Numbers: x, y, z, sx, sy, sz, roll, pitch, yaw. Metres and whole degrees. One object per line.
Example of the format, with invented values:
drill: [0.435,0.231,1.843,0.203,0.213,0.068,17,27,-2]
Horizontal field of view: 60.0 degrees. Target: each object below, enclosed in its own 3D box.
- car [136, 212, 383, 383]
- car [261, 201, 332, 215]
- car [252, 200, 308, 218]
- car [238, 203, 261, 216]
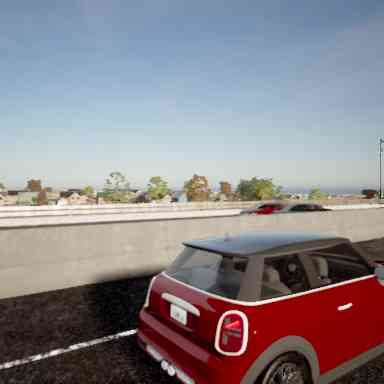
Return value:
car: [1.585,1.351,4.858,4.553,1.767,2.097,0,0,-35]
car: [7.146,1.480,21.837,5.008,1.535,1.882,0,0,-35]
car: [8.330,1.555,31.155,5.357,1.411,2.033,0,0,-34]
car: [5.572,1.528,25.005,4.674,1.442,1.812,0,0,-35]
